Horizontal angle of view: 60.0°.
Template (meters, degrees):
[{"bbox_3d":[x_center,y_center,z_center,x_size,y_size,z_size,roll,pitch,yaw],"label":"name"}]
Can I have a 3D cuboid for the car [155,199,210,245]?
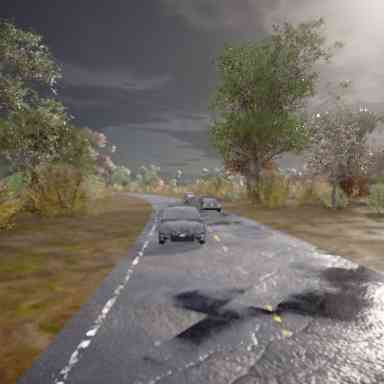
[{"bbox_3d":[-0.477,1.299,14.581,1.837,1.490,4.892,0,1,-3],"label":"car"}]

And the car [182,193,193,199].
[{"bbox_3d":[-0.235,0.912,43.695,1.812,1.442,4.674,0,1,-8],"label":"car"}]

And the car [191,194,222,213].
[{"bbox_3d":[1.437,1.119,30.421,2.033,1.411,5.357,0,1,-6],"label":"car"}]
